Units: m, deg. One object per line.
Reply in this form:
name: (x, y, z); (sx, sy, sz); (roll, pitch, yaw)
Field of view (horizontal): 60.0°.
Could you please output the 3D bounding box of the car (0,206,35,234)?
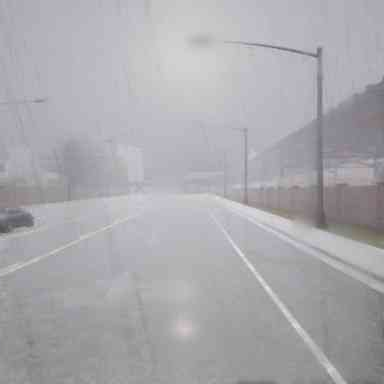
car: (-10.593, 1.491, 18.597); (1.994, 1.385, 4.181); (0, 1, 0)
